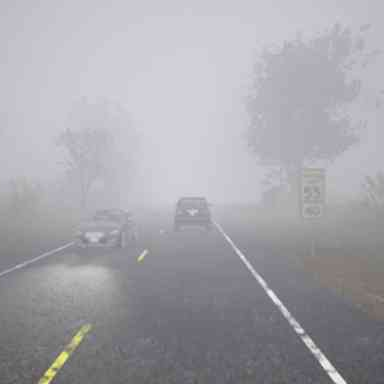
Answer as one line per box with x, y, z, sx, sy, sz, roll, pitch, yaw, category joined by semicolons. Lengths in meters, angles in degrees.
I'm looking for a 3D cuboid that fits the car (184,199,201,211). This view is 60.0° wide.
0.085;1.648;42.382;1.994;1.385;4.181;0;0;0;car

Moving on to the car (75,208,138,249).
-3.589;1.502;14.656;2.128;1.511;4.902;0;0;0;car

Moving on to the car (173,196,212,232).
0.065;1.243;20.469;2.150;2.045;5.566;0;0;1;car
